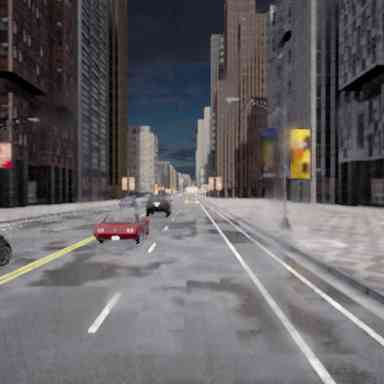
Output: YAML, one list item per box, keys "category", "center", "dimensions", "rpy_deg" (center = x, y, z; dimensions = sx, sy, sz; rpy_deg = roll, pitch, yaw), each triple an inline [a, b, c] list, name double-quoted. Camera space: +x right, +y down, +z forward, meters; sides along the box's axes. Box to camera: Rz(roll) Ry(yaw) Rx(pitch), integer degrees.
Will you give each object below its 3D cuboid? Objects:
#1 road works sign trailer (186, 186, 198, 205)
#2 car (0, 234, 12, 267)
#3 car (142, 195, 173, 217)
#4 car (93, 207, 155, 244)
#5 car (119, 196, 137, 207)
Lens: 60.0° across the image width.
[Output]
- category: "road works sign trailer"
  center: [0.027, 0.666, 65.607]
  dimensions: [2.380, 3.560, 2.880]
  rpy_deg: [0, 0, 1]
- category: "car"
  center: [-6.598, 1.574, 8.654]
  dimensions: [1.994, 1.385, 4.181]
  rpy_deg: [0, 0, 0]
- category: "car"
  center: [-3.140, 1.274, 32.370]
  dimensions: [2.150, 2.045, 5.566]
  rpy_deg: [0, 0, 0]
- category: "car"
  center: [-3.145, 1.620, 15.943]
  dimensions: [1.895, 1.301, 4.718]
  rpy_deg: [0, 0, 0]
- category: "car"
  center: [-9.807, 1.477, 51.017]
  dimensions: [2.097, 1.767, 4.553]
  rpy_deg: [0, 0, 0]
